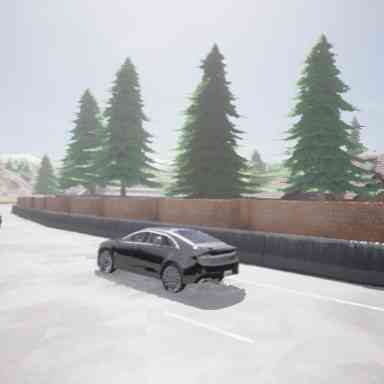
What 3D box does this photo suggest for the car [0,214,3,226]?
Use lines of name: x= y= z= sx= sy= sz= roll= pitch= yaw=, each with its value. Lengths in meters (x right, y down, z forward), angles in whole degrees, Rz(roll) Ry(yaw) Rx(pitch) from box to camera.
car: x=-16.403 y=1.949 z=26.446 sx=2.033 sy=1.411 sz=5.357 roll=3 pitch=-2 yaw=-38

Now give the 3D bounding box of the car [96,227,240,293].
car: x=-0.913 y=1.771 z=9.756 sx=4.902 sy=1.511 sz=2.128 roll=0 pitch=-2 yaw=42
